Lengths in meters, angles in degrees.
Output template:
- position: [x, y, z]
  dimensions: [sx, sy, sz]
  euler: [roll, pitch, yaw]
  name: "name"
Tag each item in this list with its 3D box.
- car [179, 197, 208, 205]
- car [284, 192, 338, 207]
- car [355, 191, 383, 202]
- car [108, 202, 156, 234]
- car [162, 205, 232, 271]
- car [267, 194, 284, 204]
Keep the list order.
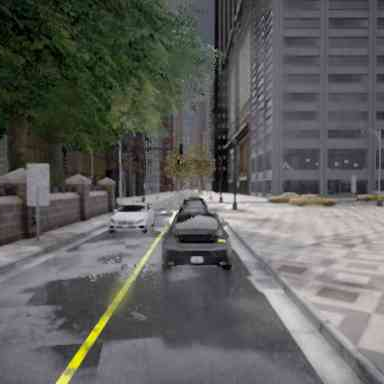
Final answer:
- position: [0.123, 1.113, 22.319]
  dimensions: [2.033, 1.649, 4.856]
  euler: [0, 1, 1]
  name: "car"
- position: [12.440, 0.840, 34.236]
  dimensions: [4.829, 1.417, 1.752]
  euler: [-1, 2, 0]
  name: "car"
- position: [23.485, 0.520, 42.687]
  dimensions: [4.829, 1.417, 1.752]
  euler: [-1, 2, 0]
  name: "car"
- position: [-3.009, 1.274, 17.493]
  dimensions: [1.812, 1.442, 4.674]
  euler: [0, 1, 1]
  name: "car"
- position: [0.125, 1.352, 10.351]
  dimensions: [1.837, 1.490, 4.892]
  euler: [0, 0, 0]
  name: "car"
- position: [12.145, 0.704, 42.761]
  dimensions: [4.829, 1.417, 1.752]
  euler: [-1, 2, 0]
  name: "car"
